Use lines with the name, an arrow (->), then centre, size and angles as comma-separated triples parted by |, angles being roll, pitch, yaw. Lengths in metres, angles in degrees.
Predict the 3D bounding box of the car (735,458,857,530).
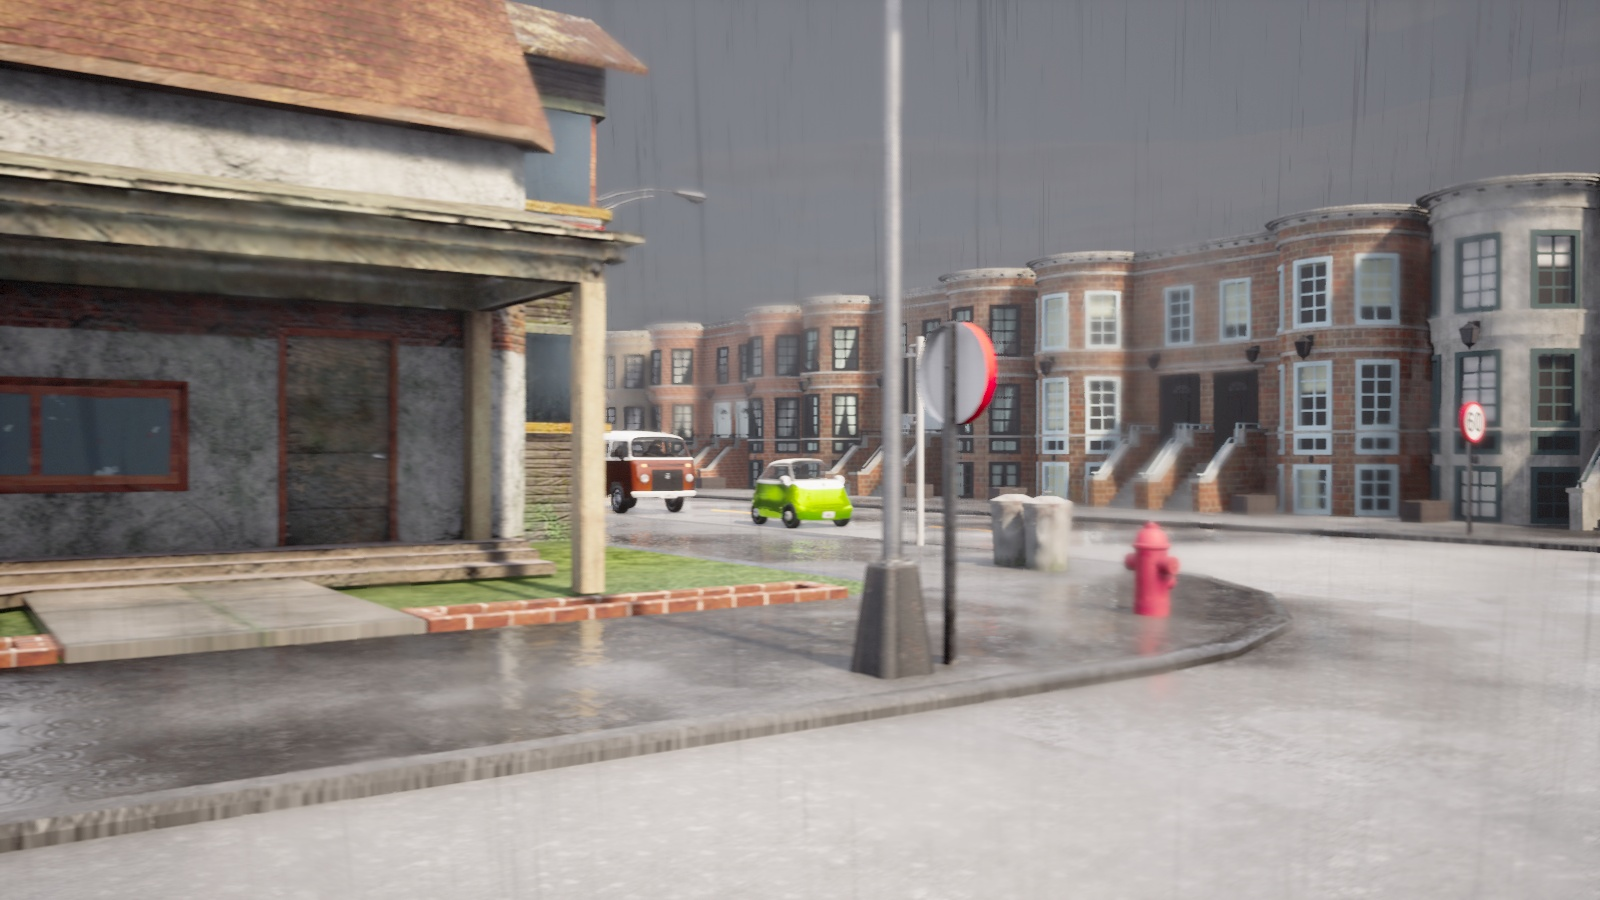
car -> -0.106, 0.849, 25.435 | 1.481, 1.376, 2.207 | 0, 0, -35

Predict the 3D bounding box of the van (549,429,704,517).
van -> -4.453, 0.543, 31.680 | 2.069, 2.038, 4.480 | 0, 0, -35
